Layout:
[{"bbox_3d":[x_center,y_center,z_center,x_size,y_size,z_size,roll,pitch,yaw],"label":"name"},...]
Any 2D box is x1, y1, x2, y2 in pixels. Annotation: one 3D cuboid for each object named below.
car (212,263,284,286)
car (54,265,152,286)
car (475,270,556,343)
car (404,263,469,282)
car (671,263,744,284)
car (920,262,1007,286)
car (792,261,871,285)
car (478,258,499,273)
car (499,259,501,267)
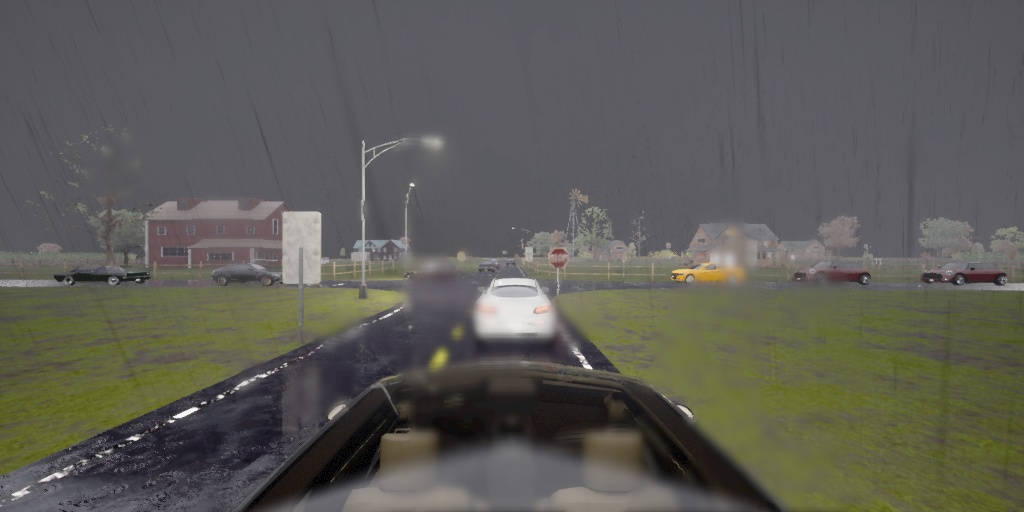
[{"bbox_3d":[-17.303,1.224,23.944,4.674,1.442,1.812,0,0,0],"label":"car"},{"bbox_3d":[-27.211,1.272,23.976,4.718,1.301,1.895,0,0,0],"label":"car"},{"bbox_3d":[0.073,1.275,9.569,1.812,1.442,4.674,0,0,0],"label":"car"},{"bbox_3d":[-5.988,1.283,29.152,2.033,1.411,5.357,1,0,40],"label":"car"},{"bbox_3d":[14.515,1.273,26.762,5.008,1.535,1.882,0,0,0],"label":"car"},{"bbox_3d":[33.443,1.225,26.679,4.553,1.767,2.097,0,0,0],"label":"car"},{"bbox_3d":[23.691,1.183,26.728,4.553,1.767,2.097,0,0,0],"label":"car"},{"bbox_3d":[-3.003,1.286,43.908,2.033,1.411,5.357,0,0,0],"label":"car"},{"bbox_3d":[-3.034,1.083,55.504,2.097,1.767,4.553,0,0,0],"label":"car"}]
